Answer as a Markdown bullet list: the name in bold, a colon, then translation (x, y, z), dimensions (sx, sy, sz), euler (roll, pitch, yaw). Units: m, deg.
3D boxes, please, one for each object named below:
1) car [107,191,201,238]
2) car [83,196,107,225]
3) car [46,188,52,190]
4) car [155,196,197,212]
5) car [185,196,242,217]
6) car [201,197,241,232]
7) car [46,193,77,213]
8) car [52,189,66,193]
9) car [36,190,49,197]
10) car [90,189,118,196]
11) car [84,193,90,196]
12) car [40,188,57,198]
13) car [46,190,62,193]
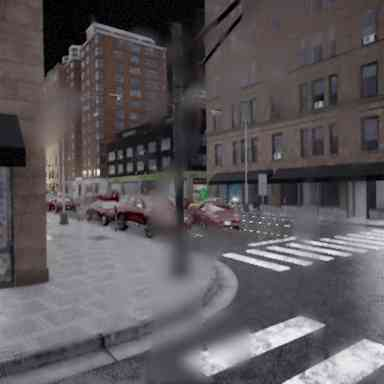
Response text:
- **car**: translation (-2.051, 1.060, 16.445), dimensions (2.192, 1.841, 5.009), euler (0, 1, -36)
- **car**: translation (-5.262, 1.210, 20.891), dimensions (1.887, 1.381, 4.507), euler (0, 1, -36)
- **car**: translation (-27.228, 0.463, 65.874), dimensions (2.008, 1.369, 4.403), euler (0, 1, -36)
- **car**: translation (-1.555, 1.040, 30.317), dimensions (1.802, 1.307, 4.206), euler (0, 1, -36)
- **car**: translation (1.555, 1.058, 26.010), dimensions (1.752, 1.417, 4.829), euler (0, 1, -36)
- **car**: translation (1.173, 1.250, 17.997), dimensions (1.812, 1.442, 4.674), euler (-2, 1, -13)
- **car**: translation (-11.679, 1.057, 29.779), dimensions (1.887, 1.381, 4.507), euler (0, 1, -36)
- **car**: translation (-24.117, 0.496, 61.566), dimensions (1.752, 1.417, 4.829), euler (0, 1, -36)
- **car**: translation (-33.745, 0.323, 74.901), dimensions (1.752, 1.417, 4.829), euler (0, 1, -36)
- **car**: translation (-11.181, 0.554, 43.648), dimensions (2.192, 1.841, 5.009), euler (0, 1, -36)
- **car**: translation (-14.391, 0.720, 48.095), dimensions (2.008, 1.369, 4.403), euler (0, 1, -36)
- **car**: translation (-30.435, 0.170, 70.316), dimensions (2.192, 1.841, 5.009), euler (0, 1, -36)
- **car**: translation (-14.888, 0.880, 34.222), dimensions (1.967, 1.590, 4.097), euler (0, 1, -36)
